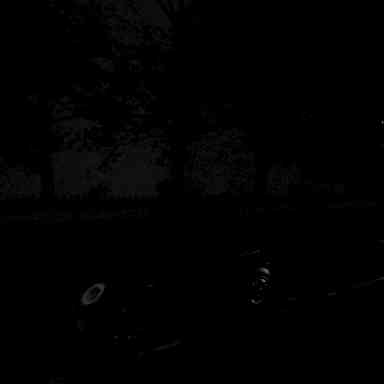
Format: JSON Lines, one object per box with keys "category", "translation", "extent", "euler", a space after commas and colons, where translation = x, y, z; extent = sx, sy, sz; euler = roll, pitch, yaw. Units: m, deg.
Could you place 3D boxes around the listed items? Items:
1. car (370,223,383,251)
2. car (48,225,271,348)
{"category": "car", "translation": [8.514, 1.536, 12.723], "extent": [4.403, 1.369, 2.008], "euler": [0, 0, -35]}
{"category": "car", "translation": [-0.458, 1.437, 6.229], "extent": [4.097, 1.590, 1.967], "euler": [0, 0, -35]}
